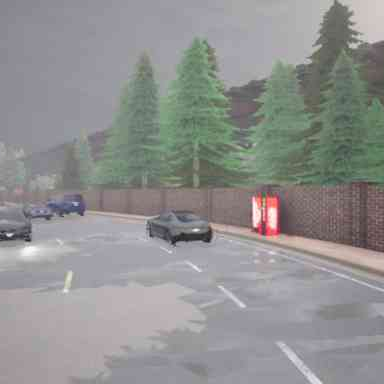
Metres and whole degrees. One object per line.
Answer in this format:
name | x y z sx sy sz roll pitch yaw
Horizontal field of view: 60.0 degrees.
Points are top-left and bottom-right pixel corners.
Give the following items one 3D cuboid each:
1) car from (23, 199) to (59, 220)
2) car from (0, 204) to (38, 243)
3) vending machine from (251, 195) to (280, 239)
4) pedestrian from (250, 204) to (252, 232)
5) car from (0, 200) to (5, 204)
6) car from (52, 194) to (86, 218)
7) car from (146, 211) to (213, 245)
car | -12.837 1.540 26.711 2.033 1.411 5.357 0 0 -41
car | -8.713 1.500 15.507 1.837 1.490 4.892 1 0 -34
vending machine | 3.610 1.191 16.363 1.100 2.100 0.880 0 0 -25
pedestrian | 3.195 1.136 17.239 0.375 1.860 0.375 0 0 -26
car | -22.480 1.590 37.864 1.895 1.301 4.718 0 0 -41
car | -11.843 1.210 30.917 2.150 2.045 5.566 0 0 -41
car | -0.707 1.559 15.677 1.994 1.385 4.181 0 0 -25
